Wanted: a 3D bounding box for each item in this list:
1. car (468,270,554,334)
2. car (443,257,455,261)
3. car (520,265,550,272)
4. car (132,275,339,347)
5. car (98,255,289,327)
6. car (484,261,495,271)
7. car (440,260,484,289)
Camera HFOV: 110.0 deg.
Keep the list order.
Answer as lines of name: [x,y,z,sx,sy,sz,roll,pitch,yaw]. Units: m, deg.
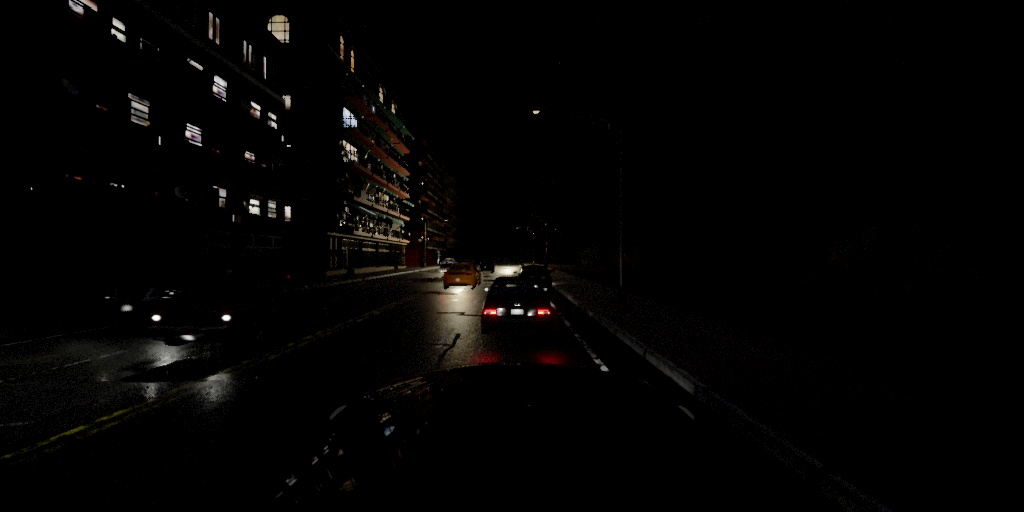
car: [0.117,1.299,10.551,2.033,1.411,5.357,0,0,0]
car: [-9.740,1.102,55.301,2.097,1.767,4.553,0,0,0]
car: [1.171,1.257,20.240,1.837,1.490,4.892,0,0,0]
car: [-6.587,1.352,9.508,1.895,1.301,4.718,0,0,0]
car: [-9.835,0.973,11.920,2.150,2.045,5.566,0,0,0]
car: [-3.069,1.298,43.571,2.033,1.411,5.357,0,0,0]
car: [-3.112,1.230,23.089,1.882,1.535,5.008,0,0,0]
